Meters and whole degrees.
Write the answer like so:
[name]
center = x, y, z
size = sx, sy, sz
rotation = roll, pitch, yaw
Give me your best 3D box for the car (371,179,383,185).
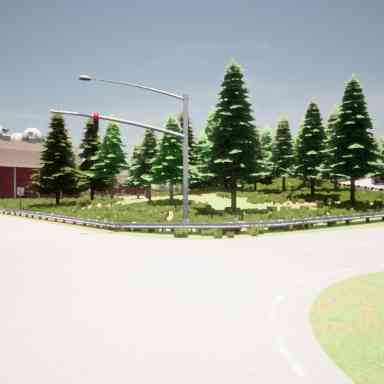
[car]
center = 29.049, -1.912, 51.483
size = 1.837, 1.490, 4.892
rotation = 0, 5, 21
